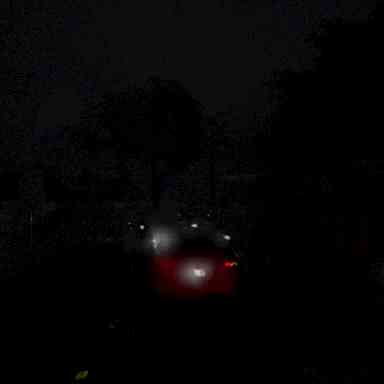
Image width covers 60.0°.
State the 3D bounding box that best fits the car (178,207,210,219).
[{"bbox_3d":[0.119,1.767,19.379,1.994,1.385,4.181,0,-1,0],"label":"car"}]

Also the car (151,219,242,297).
[{"bbox_3d":[0.106,1.648,8.816,1.994,1.385,4.181,0,0,0],"label":"car"}]

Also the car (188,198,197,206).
[{"bbox_3d":[0.079,2.475,82.463,2.150,2.045,5.566,0,-1,0],"label":"car"}]

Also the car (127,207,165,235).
[{"bbox_3d":[-2.731,1.727,20.638,1.837,1.490,4.892,0,-1,0],"label":"car"}]

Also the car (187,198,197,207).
[{"bbox_3d":[0.070,2.626,72.005,1.837,1.490,4.892,0,-1,0],"label":"car"}]
